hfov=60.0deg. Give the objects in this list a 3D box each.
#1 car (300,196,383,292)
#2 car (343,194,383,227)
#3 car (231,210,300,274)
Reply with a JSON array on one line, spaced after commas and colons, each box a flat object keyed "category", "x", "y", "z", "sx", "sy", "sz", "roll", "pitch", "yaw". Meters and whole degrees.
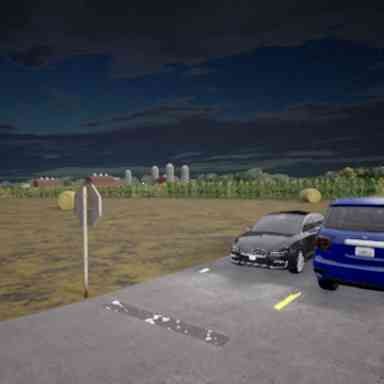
[{"category": "car", "x": 4.701, "y": 1.127, "z": 8.025, "sx": 2.150, "sy": 2.045, "sz": 5.566, "roll": 0, "pitch": 1, "yaw": 38}, {"category": "car", "x": 11.458, "y": 1.077, "z": 21.430, "sx": 2.097, "sy": 1.767, "sz": 4.553, "roll": 0, "pitch": 1, "yaw": 38}, {"category": "car", "x": 3.001, "y": 1.387, "z": 10.426, "sx": 1.837, "sy": 1.490, "sz": 4.892, "roll": 0, "pitch": 1, "yaw": 37}]
